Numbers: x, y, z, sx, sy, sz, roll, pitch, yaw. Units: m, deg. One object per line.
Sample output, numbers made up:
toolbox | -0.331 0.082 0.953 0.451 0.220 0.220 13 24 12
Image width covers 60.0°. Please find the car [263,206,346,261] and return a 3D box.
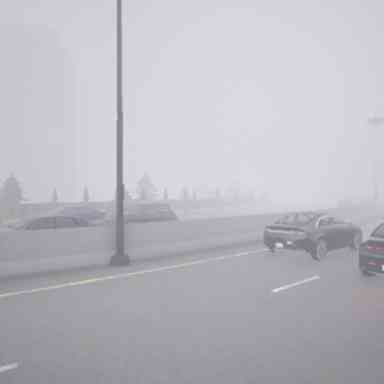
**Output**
car | 4.631 1.499 12.390 4.902 1.511 2.128 0 0 -42

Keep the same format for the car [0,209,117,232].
car | -5.682 1.598 12.998 5.357 1.411 2.033 0 0 -38

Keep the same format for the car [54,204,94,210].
car | -7.568 1.551 20.513 5.008 1.535 1.882 0 0 -41

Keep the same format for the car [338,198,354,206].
car | 22.590 1.579 48.761 1.994 1.385 4.181 0 0 24

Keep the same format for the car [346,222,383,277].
car | 6.311 1.499 9.192 4.892 1.490 1.837 0 0 -42

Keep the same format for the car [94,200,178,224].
car | -3.078 1.406 19.815 4.553 1.767 2.097 0 0 -42
